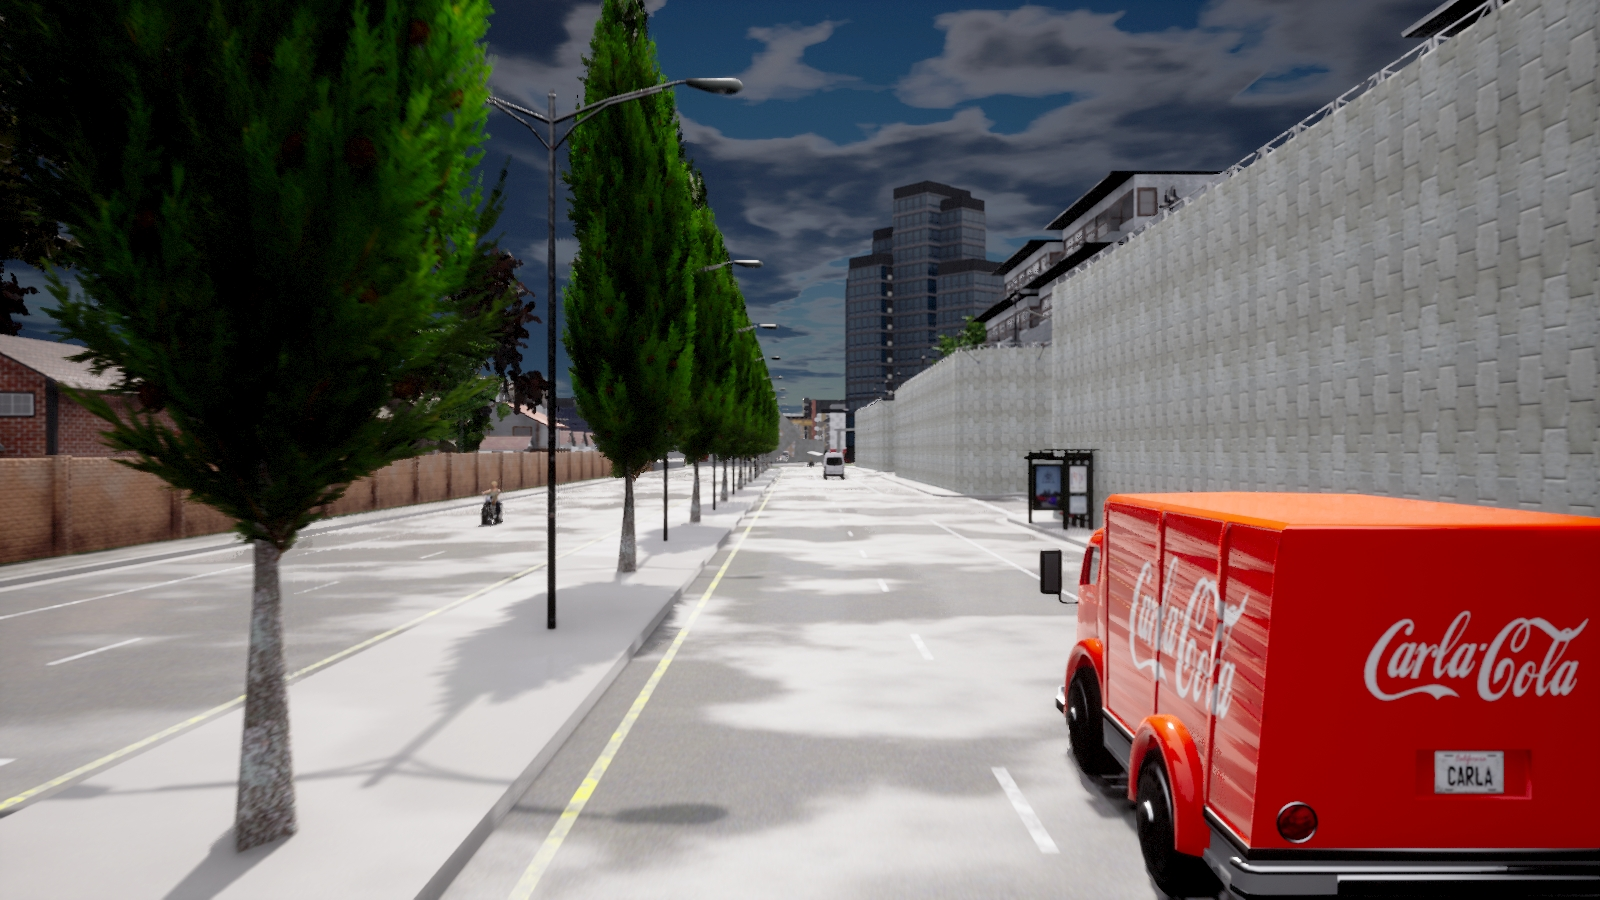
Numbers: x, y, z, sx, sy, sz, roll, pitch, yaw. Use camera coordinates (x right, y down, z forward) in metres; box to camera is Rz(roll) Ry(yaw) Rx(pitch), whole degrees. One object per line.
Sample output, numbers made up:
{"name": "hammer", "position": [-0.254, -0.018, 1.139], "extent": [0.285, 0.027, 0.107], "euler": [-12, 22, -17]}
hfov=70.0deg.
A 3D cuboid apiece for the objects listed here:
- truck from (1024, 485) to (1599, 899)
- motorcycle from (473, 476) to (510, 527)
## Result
{"name": "truck", "position": [3.485, 1.568, 8.455], "extent": [2.627, 2.467, 5.204], "euler": [0, 0, 0]}
{"name": "motorcycle", "position": [-11.578, 1.907, 42.964], "extent": [0.764, 1.802, 2.356], "euler": [0, 0, 0]}
